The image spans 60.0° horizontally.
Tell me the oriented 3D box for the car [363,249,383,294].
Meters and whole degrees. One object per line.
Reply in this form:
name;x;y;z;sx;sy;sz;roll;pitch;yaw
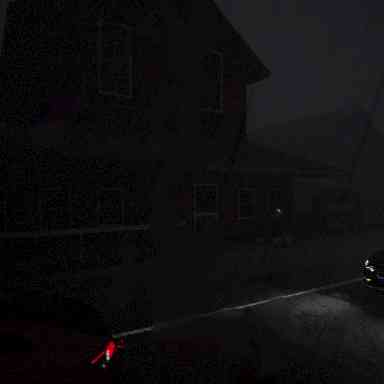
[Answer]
car;5.925;1.505;7.609;4.892;1.490;1.837;0;0;-32

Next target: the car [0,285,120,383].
car;-2.747;1.564;2.751;4.181;1.385;1.994;0;0;-27
